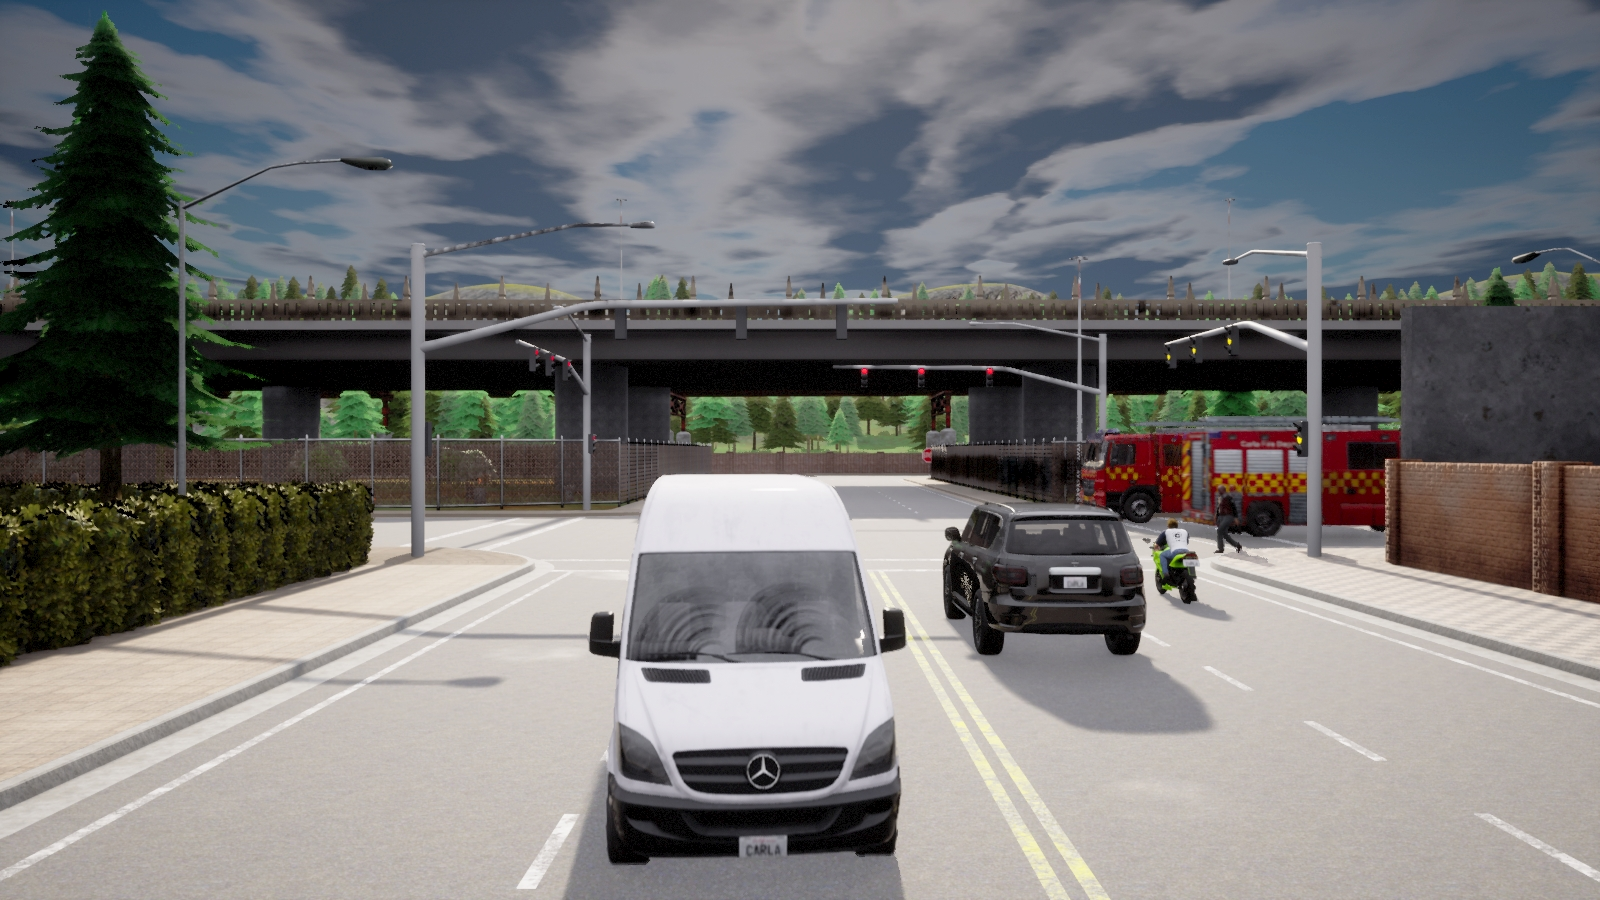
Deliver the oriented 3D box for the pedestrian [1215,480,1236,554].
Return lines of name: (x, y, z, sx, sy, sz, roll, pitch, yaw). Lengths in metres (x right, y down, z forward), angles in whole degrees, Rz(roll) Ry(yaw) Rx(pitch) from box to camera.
pedestrian: (10.740, 1.685, 28.837, 0.375, 1.860, 0.375, 0, 0, -4)

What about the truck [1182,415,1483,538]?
truck: (17.171, 0.835, 37.237, 8.468, 3.827, 2.891, 0, 0, 0)

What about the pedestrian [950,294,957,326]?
pedestrian: (9.122, -8.300, 67.743, 0.375, 1.860, 0.375, 0, 0, 0)

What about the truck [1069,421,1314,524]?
truck: (15.008, 0.840, 44.240, 8.468, 3.827, 2.891, 0, 0, 0)

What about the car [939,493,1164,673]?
car: (3.496, 1.780, 17.139, 2.150, 2.045, 5.566, 0, 0, 0)

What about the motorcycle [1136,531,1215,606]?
motorcycle: (6.995, 2.187, 21.401, 0.803, 1.199, 2.033, 0, 0, 0)

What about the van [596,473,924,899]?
van: (-0.515, 1.535, 9.859, 1.988, 2.561, 5.915, 0, 0, -6)
